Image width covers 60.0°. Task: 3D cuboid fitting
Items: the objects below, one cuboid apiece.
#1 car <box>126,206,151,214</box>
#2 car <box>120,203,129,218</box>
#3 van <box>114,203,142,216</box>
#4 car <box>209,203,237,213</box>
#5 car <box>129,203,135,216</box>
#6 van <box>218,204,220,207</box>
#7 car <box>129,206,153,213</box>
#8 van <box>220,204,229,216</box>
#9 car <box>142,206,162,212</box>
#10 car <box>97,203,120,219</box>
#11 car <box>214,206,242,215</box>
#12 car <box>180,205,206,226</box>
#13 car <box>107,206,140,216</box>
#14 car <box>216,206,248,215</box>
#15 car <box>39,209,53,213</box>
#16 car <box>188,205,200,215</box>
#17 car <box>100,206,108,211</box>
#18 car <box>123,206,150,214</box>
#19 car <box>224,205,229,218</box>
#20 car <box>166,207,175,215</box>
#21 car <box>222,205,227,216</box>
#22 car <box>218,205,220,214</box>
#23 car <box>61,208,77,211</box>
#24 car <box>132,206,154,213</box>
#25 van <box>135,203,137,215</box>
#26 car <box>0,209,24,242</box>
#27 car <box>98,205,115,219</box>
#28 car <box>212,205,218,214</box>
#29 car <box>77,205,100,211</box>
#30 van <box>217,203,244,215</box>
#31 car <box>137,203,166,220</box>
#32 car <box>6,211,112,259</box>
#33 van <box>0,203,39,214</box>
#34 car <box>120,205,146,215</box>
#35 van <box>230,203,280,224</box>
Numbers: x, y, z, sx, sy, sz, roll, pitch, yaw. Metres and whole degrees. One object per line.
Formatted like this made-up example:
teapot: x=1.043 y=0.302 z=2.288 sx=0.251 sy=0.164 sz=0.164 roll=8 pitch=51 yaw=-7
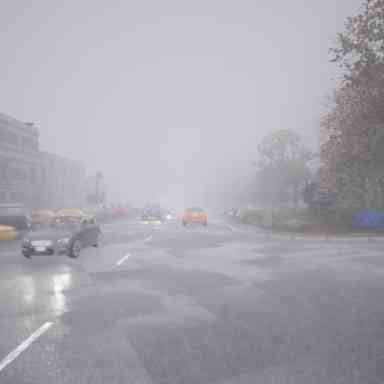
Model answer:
car: x=-10.949 y=3.663 z=68.423 sx=4.792 sy=1.488 sz=2.163 roll=0 pitch=-3 yaw=-20
car: x=-11.211 y=2.413 z=42.025 sx=5.566 sy=2.045 sz=2.435 roll=0 pitch=-2 yaw=-20
van: x=-10.963 y=2.965 z=56.738 sx=4.442 sy=1.987 sz=1.878 roll=0 pitch=-2 yaw=-20
car: x=6.861 y=3.605 z=74.162 sx=5.566 sy=2.045 sz=2.435 roll=2 pitch=-2 yaw=-19
car: x=-11.109 y=2.744 z=47.903 sx=4.553 sy=1.767 sz=2.185 roll=0 pitch=-2 yaw=-20
van: x=6.811 y=2.751 z=50.678 sx=4.442 sy=1.987 sz=1.878 roll=2 pitch=-2 yaw=-20
car: x=-10.964 y=3.747 z=71.348 sx=4.892 sy=1.521 sz=2.231 roll=0 pitch=-3 yaw=-20
van: x=6.548 y=2.535 z=44.708 sx=4.442 sy=1.987 sz=1.878 roll=2 pitch=-2 yaw=-20
car: x=-10.814 y=4.418 z=88.930 sx=4.892 sy=1.521 sz=2.231 roll=0 pitch=-2 yaw=-20
car: x=-11.240 y=2.437 z=39.099 sx=4.553 sy=1.767 sz=2.185 roll=0 pitch=-2 yaw=-20
car: x=6.818 y=3.439 z=62.407 sx=4.792 sy=1.488 sz=2.163 roll=2 pitch=-3 yaw=-20
car: x=0.252 y=2.174 z=31.476 sx=2.097 sy=1.767 sz=4.553 roll=0 pitch=-2 yaw=0
car: x=-11.085 y=3.082 z=53.754 sx=5.008 sy=1.535 sz=2.097 roll=0 pitch=-2 yaw=-20
car: x=6.737 y=3.189 z=56.514 sx=4.892 sy=1.521 sz=2.231 roll=2 pitch=-3 yaw=-19
car: x=-11.367 y=2.005 z=21.497 sx=4.792 sy=1.488 sz=2.163 roll=0 pitch=-2 yaw=-20
car: x=0.385 y=3.226 z=61.169 sx=2.097 sy=1.767 sz=4.553 roll=0 pitch=-2 yaw=0
car: x=-11.218 y=2.394 z=33.239 sx=4.792 sy=1.488 sz=2.163 roll=0 pitch=-2 yaw=-19
car: x=-11.006 y=3.522 z=65.480 sx=4.892 sy=1.521 sz=2.231 roll=0 pitch=-3 yaw=-20
car: x=6.612 y=2.599 z=38.855 sx=4.674 sy=1.452 sz=2.002 roll=2 pitch=-2 yaw=-20
car: x=-4.644 y=3.389 z=58.866 sx=1.895 sy=1.301 sz=4.718 roll=0 pitch=-2 yaw=1
car: x=6.632 y=2.701 z=41.798 sx=4.674 sy=1.452 sz=2.002 roll=2 pitch=-2 yaw=-19
car: x=6.672 y=2.907 z=47.689 sx=4.674 sy=1.452 sz=2.002 roll=2 pitch=-2 yaw=-20
car: x=-11.495 y=2.070 z=24.381 sx=5.366 sy=1.575 sz=1.946 roll=0 pitch=-2 yaw=-20
car: x=-10.933 y=3.897 z=74.275 sx=4.674 sy=1.452 sz=2.002 roll=0 pitch=-3 yaw=-20
van: x=-11.225 y=2.751 z=50.788 sx=4.442 sy=1.987 sz=1.878 roll=0 pitch=-2 yaw=-20
car: x=-11.201 y=1.778 z=15.708 sx=5.366 sy=1.575 sz=1.946 roll=0 pitch=-2 yaw=-20
car: x=-11.220 y=2.464 z=36.165 sx=4.892 sy=1.521 sz=2.231 roll=0 pitch=-2 yaw=-20
car: x=6.548 y=3.072 z=53.507 sx=5.366 sy=1.575 sz=1.946 roll=2 pitch=-2 yaw=-19
car: x=-11.448 y=2.263 z=30.239 sx=5.366 sy=1.575 sz=1.946 roll=0 pitch=-2 yaw=-20
van: x=6.877 y=3.076 z=59.508 sx=4.442 sy=1.987 sz=1.878 roll=2 pitch=-3 yaw=-19
car: x=-4.852 y=2.358 z=40.768 sx=2.150 sy=2.045 sz=5.566 roll=0 pitch=-2 yaw=1
car: x=-5.063 y=1.723 z=13.605 sx=2.128 sy=1.511 sz=4.902 roll=0 pitch=-2 yaw=0
van: x=-11.253 y=1.653 z=18.630 sx=4.442 sy=1.987 sz=1.878 roll=0 pitch=-2 yaw=-20
car: x=-11.055 y=3.285 z=62.547 sx=4.553 sy=1.767 sz=2.185 roll=0 pitch=-3 yaw=-20
van: x=6.455 y=2.132 z=32.939 sx=4.442 sy=1.987 sz=1.878 roll=1 pitch=-2 yaw=-20
